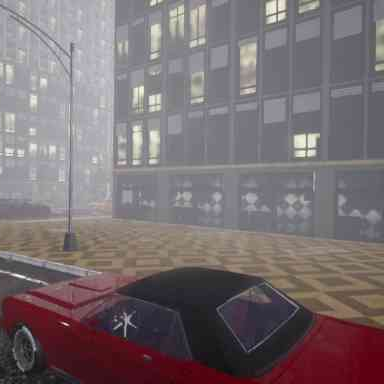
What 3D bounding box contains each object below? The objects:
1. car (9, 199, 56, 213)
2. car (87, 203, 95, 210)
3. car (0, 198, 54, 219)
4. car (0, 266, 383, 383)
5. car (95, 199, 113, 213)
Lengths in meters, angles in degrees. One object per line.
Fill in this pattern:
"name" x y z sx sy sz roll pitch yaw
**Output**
"car" -19.139 1.641 40.119 1.752 1.417 4.829 1 0 37
"car" -11.922 1.710 45.467 1.882 1.535 5.008 1 0 36
"car" -15.671 1.518 30.732 2.192 1.841 5.009 1 0 37
"car" -0.285 1.600 3.895 4.718 1.301 1.895 0 0 36
"car" -8.844 1.828 39.922 1.752 1.417 4.829 1 0 37
